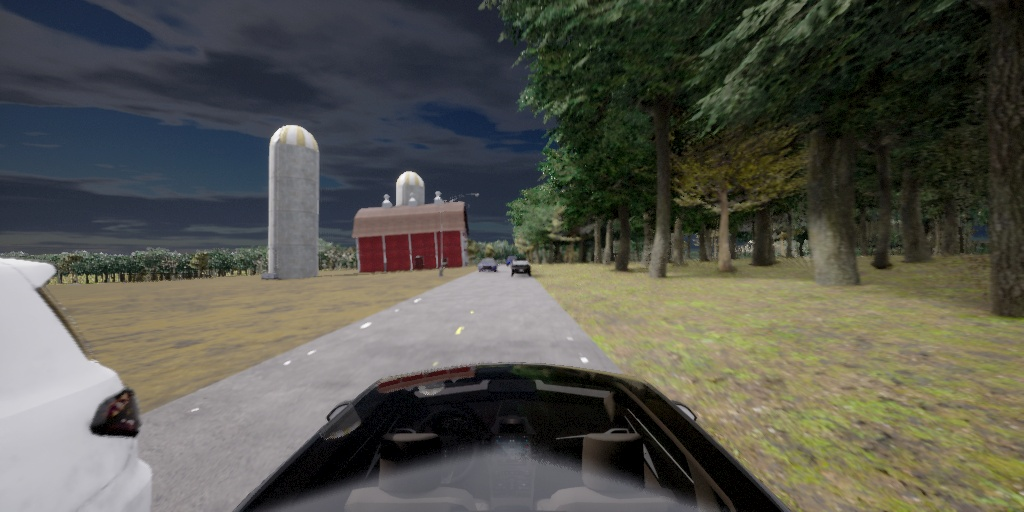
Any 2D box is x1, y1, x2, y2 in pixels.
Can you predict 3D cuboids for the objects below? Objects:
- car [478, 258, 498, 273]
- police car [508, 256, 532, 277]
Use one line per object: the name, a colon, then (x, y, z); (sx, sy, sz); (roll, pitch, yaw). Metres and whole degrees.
car: (-2.795, 1.012, 42.369); (2.097, 1.767, 4.553); (0, 0, 0)
police car: (0.835, 1.073, 34.534); (1.930, 1.638, 5.238); (0, 0, 0)
